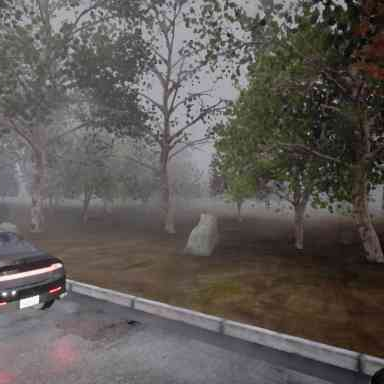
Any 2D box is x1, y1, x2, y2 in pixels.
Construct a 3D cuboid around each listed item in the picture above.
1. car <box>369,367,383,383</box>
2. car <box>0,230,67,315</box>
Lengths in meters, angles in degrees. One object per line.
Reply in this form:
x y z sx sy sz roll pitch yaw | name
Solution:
3.227 1.490 1.075 4.902 1.511 2.128 0 0 36 | car
-4.503 1.501 6.593 4.902 1.511 2.128 0 0 36 | car
